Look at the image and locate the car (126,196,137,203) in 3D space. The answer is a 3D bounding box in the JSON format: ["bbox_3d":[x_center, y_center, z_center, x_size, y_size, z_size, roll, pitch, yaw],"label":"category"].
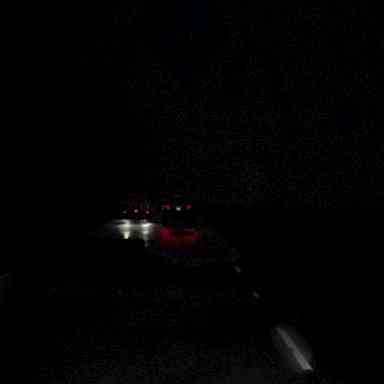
[{"bbox_3d":[-12.758,1.528,70.411,1.994,1.385,4.181,0,0,-15],"label":"car"}]

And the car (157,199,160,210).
[{"bbox_3d":[-3.473,1.490,42.665,1.882,1.535,5.008,0,0,-9],"label":"car"}]

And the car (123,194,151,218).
[{"bbox_3d":[-4.888,1.211,29.934,2.150,2.045,5.566,0,0,-7],"label":"car"}]

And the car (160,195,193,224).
[{"bbox_3d":[-1.132,1.211,24.833,2.150,2.045,5.566,0,0,-5],"label":"car"}]
